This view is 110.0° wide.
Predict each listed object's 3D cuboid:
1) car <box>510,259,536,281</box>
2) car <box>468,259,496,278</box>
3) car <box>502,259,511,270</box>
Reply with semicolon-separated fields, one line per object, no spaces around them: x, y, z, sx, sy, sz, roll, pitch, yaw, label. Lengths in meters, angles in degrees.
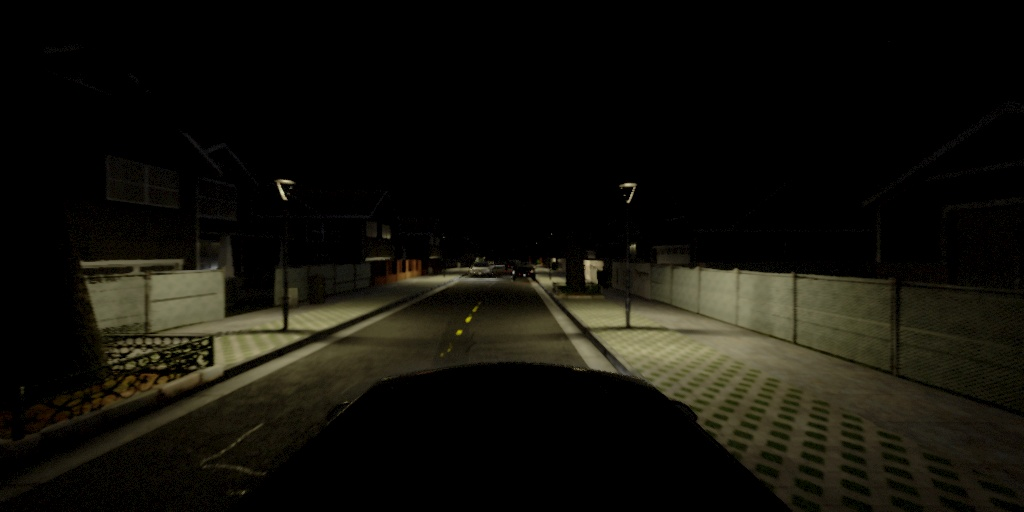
0.968;1.234;30.066;1.837;1.490;4.892;0;0;0;car
-2.829;1.249;33.847;1.812;1.442;4.674;0;0;0;car
0.038;1.185;49.568;2.128;1.511;4.902;0;0;0;car
